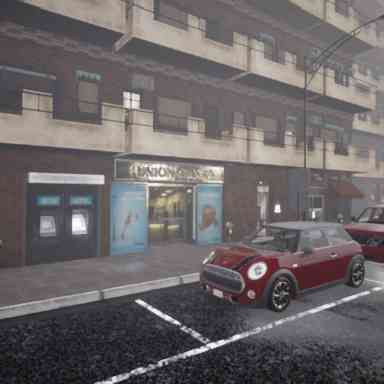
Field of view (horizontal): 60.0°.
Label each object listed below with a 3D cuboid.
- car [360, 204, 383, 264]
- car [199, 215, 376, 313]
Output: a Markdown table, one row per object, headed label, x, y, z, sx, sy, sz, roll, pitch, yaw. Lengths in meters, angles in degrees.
| label | x | y | z | sx | sy | sz | roll | pitch | yaw |
| --- | --- | --- | --- | --- | --- | --- | --- | --- | --- |
| car | 6.628 | 1.320 | 10.844 | 5.009 | 1.841 | 2.192 | 0 | 0 | -36 |
| car | 2.126 | 1.442 | 7.621 | 4.097 | 1.590 | 1.967 | 0 | 0 | -36 |
